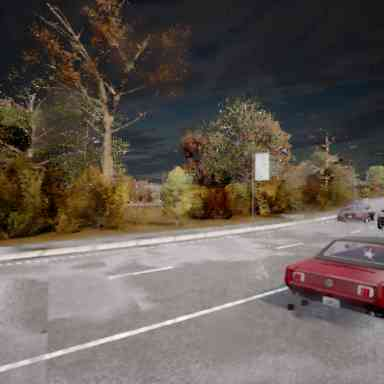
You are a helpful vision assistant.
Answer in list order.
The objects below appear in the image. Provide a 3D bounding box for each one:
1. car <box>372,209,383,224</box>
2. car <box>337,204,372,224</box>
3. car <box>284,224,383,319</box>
[{"bbox_3d":[13.148,1.504,20.833,1.882,1.535,5.008,0,0,43],"label":"car"},{"bbox_3d":[12.724,1.597,25.598,1.994,1.385,4.181,0,0,41],"label":"car"},{"bbox_3d":[4.131,1.613,7.157,4.718,1.301,1.895,0,0,-39],"label":"car"}]
